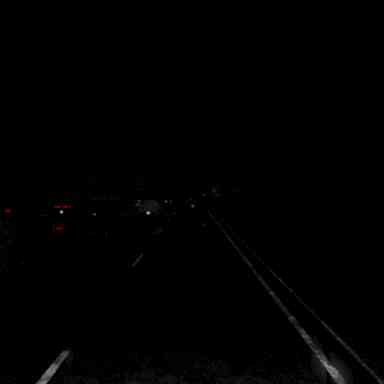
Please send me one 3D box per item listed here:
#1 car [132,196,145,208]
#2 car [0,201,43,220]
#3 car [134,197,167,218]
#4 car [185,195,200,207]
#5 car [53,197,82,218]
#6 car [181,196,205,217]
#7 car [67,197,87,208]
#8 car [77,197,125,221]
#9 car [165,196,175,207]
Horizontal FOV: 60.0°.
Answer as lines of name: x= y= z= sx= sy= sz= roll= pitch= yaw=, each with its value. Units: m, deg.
car: x=-6.918 y=1.299 z=44.930 sx=1.837 sy=1.490 sz=4.892 roll=0 pitch=1 yaw=0
car: x=-13.910 y=1.427 z=26.535 sx=2.033 sy=1.411 sz=5.357 roll=0 pitch=0 yaw=0
car: x=-3.413 y=1.394 z=28.312 sx=1.812 sy=1.442 sz=4.674 roll=0 pitch=0 yaw=0
car: x=0.082 y=1.269 z=47.757 sx=2.128 sy=1.511 sz=4.902 roll=0 pitch=0 yaw=0
car: x=-10.412 y=1.370 z=28.932 sx=1.837 sy=1.490 sz=4.892 roll=0 pitch=-1 yaw=0
car: x=0.085 y=1.215 z=29.660 sx=2.097 sy=1.767 sz=4.553 roll=0 pitch=0 yaw=0
car: x=-15.488 y=1.359 z=44.830 sx=1.994 sy=1.385 sz=4.181 roll=0 pitch=0 yaw=-11
car: x=-6.911 y=1.372 z=26.074 sx=2.128 sy=1.511 sz=4.902 roll=0 pitch=0 yaw=0
car: x=-3.418 y=1.330 z=46.785 sx=2.033 sy=1.411 sz=5.357 roll=0 pitch=0 yaw=0
